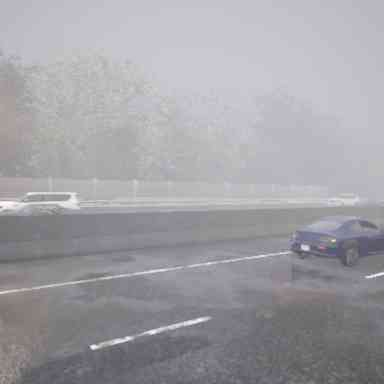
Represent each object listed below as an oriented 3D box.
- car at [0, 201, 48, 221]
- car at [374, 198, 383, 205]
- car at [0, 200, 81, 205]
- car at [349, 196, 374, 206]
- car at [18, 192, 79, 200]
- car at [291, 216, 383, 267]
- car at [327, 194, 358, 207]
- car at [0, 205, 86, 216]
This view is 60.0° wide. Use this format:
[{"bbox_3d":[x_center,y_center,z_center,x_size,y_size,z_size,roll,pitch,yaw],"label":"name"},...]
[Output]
[{"bbox_3d":[-13.239,1.337,24.290,4.718,1.301,1.895,1,0,-34],"label":"car"},{"bbox_3d":[26.000,1.368,42.296,5.566,2.045,2.150,0,0,-33],"label":"car"},{"bbox_3d":[-8.712,1.361,18.902,5.357,1.411,2.033,1,0,-34],"label":"car"},{"bbox_3d":[24.210,1.608,45.313,4.902,1.511,2.128,0,0,-33],"label":"car"},{"bbox_3d":[-10.225,1.003,22.095,5.566,2.045,2.150,0,0,-34],"label":"car"},{"bbox_3d":[5.353,1.543,11.398,4.674,1.442,1.812,1,0,-34],"label":"car"},{"bbox_3d":[21.909,1.295,47.975,5.566,2.045,2.150,0,0,-33],"label":"car"},{"bbox_3d":[-7.552,1.442,15.463,4.718,1.301,1.895,1,0,-34],"label":"car"}]
